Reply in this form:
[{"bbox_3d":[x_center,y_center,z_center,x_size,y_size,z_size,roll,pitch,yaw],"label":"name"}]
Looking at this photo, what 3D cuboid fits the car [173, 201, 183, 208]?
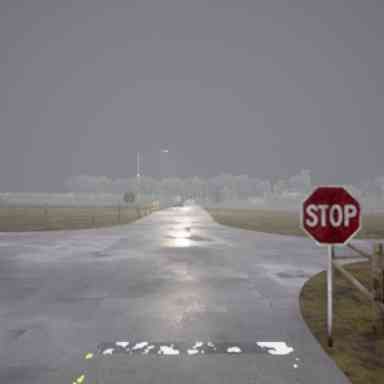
[{"bbox_3d":[-2.722,2.455,65.567,1.994,1.385,4.181,0,-2,0],"label":"car"}]
